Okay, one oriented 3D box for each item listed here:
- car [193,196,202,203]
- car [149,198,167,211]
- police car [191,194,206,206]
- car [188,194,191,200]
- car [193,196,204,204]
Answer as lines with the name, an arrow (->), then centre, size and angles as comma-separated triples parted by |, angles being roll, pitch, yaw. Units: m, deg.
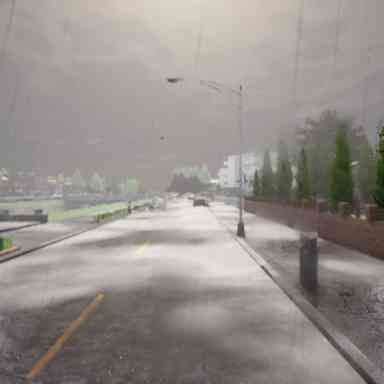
car -> 1.192, 1.526, 69.315 | 1.837, 1.490, 4.892 | 0, 0, 0
car -> -4.093, 1.503, 40.238 | 2.128, 1.511, 4.902 | 0, 0, 0
police car -> 1.194, 1.441, 53.425 | 1.930, 1.638, 5.238 | 0, 0, 0
car -> -0.009, 1.466, 88.164 | 1.994, 1.385, 4.181 | 0, 0, 0
car -> 1.193, 1.497, 63.315 | 1.882, 1.535, 5.008 | 0, 0, 0
